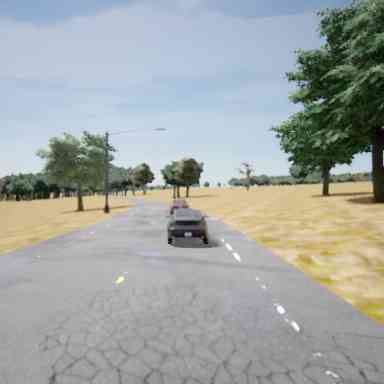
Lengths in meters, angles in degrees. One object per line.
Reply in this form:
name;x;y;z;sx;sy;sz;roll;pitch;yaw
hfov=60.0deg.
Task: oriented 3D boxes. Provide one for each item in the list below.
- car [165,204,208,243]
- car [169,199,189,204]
car;-0.246;1.566;16.455;1.837;1.490;4.892;0;0;-2
car;-1.428;1.604;37.115;2.097;1.767;4.553;0;-1;-4
